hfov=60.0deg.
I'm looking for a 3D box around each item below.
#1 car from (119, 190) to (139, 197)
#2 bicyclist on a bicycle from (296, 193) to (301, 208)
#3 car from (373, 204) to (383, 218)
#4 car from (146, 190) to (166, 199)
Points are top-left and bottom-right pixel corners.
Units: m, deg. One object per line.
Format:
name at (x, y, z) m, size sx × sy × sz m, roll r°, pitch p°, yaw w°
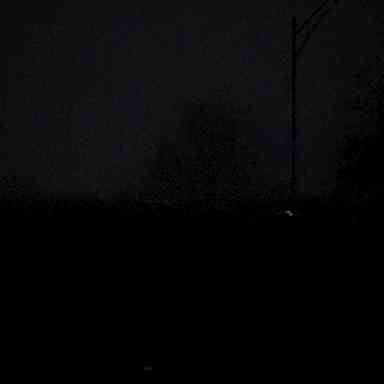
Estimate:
car at (-11.793, 0.242, 61.941) m, size 2.033 × 1.411 × 5.357 m, roll -1°, pitch 2°, yaw -35°
bicyclist on a bicycle at (11.074, 0.878, 35.216) m, size 1.656 × 1.620 × 0.582 m, roll 0°, pitch 1°, yaw -35°
car at (15.393, 1.208, 23.541) m, size 2.128 × 1.511 × 4.902 m, roll 0°, pitch 1°, yaw -27°
car at (-5.886, 0.439, 53.737) m, size 1.812 × 1.442 × 4.674 m, roll -1°, pitch 2°, yaw -35°
